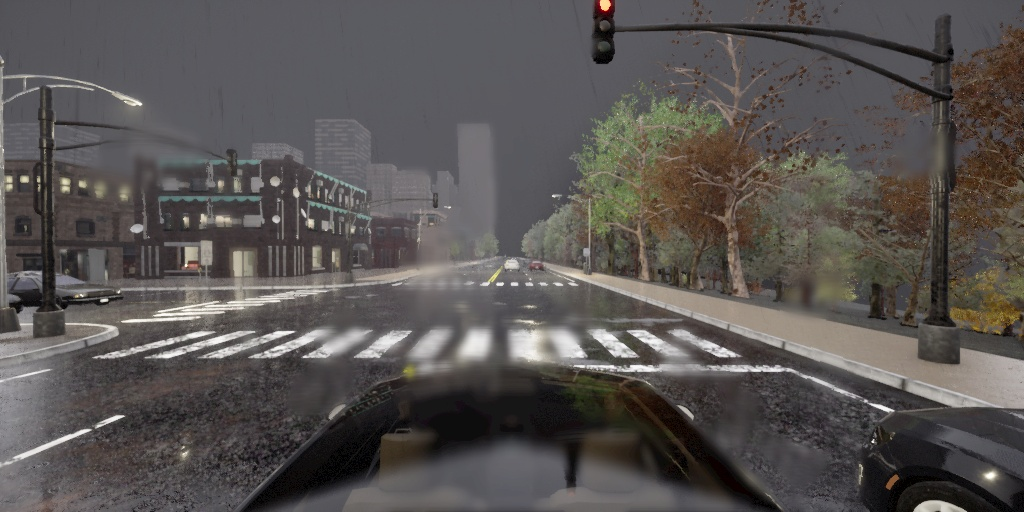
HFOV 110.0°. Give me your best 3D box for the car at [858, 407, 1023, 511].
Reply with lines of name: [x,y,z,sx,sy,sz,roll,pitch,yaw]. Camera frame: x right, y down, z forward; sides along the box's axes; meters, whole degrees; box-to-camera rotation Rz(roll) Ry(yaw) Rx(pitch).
car: [3.352,1.255,0.472,1.837,1.490,4.892,0,0,0]

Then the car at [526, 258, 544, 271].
car: [3.255,1.259,48.825,1.812,1.442,4.674,0,0,0]

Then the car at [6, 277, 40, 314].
car: [-19.969,1.565,12.473,4.313,1.339,1.948,0,0,0]

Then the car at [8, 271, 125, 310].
car: [-19.906,1.518,15.179,5.357,1.411,2.033,-1,1,0]

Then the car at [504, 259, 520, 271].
car: [0.006,1.259,47.978,1.812,1.442,4.674,0,0,0]
